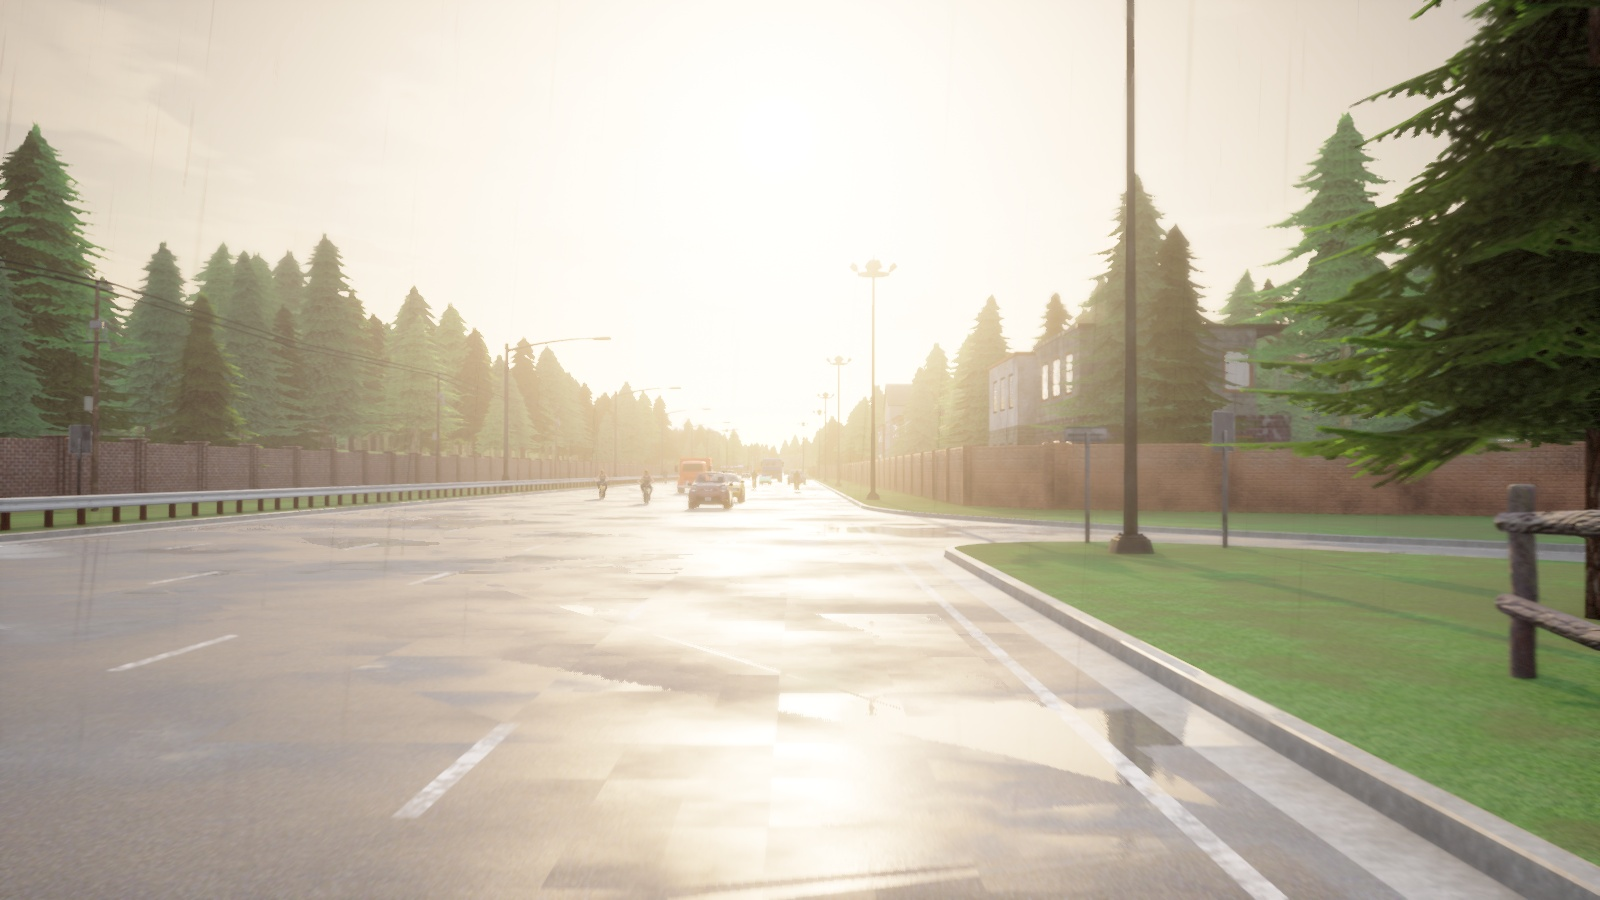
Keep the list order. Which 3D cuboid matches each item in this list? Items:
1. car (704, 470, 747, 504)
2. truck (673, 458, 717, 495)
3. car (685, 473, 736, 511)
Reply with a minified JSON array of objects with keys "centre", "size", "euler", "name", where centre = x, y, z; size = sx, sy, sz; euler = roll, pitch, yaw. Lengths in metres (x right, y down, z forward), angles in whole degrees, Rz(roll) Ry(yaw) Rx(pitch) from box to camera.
[{"centre":[-3.650,1.805,62.074],"size":[1.801,1.575,5.366],"euler":[0,-1,0],"name":"car"},{"centre":[-7.213,1.809,86.971],"size":[2.627,2.467,5.204],"euler":[0,-1,0],"name":"truck"},{"centre":[-3.624,1.703,51.481],"size":[1.845,1.501,3.633],"euler":[0,-1,0],"name":"car"}]
